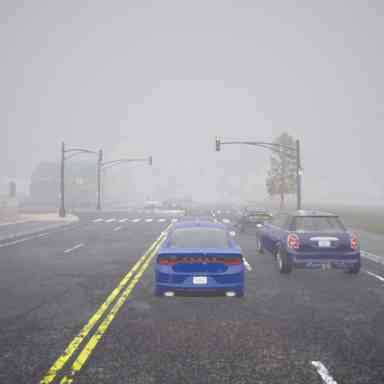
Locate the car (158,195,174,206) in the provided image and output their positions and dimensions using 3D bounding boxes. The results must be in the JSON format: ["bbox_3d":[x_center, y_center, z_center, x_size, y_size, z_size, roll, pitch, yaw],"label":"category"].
[{"bbox_3d":[-4.598,1.456,58.833,2.097,1.767,4.553,0,0,4],"label":"car"}]

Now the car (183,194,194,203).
[{"bbox_3d":[-0.870,1.342,65.216,2.150,2.045,5.566,0,0,5],"label":"car"}]

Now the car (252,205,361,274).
[{"bbox_3d":[3.448,1.358,10.721,2.097,1.767,4.553,0,0,1],"label":"car"}]

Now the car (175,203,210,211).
[{"bbox_3d":[0.322,1.563,18.441,2.033,1.411,5.357,0,0,1],"label":"car"}]

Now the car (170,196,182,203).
[{"bbox_3d":[-3.420,1.694,73.962,2.033,1.411,5.357,0,0,4],"label":"car"}]

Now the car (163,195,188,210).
[{"bbox_3d":[-2.158,1.556,45.094,2.128,1.511,4.902,0,0,3],"label":"car"}]

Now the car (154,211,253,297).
[{"bbox_3d":[0.167,1.483,8.628,1.882,1.535,5.008,0,0,0],"label":"car"}]

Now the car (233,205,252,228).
[{"bbox_3d":[3.613,1.520,19.873,1.837,1.490,4.892,0,0,1],"label":"car"}]

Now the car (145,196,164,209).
[{"bbox_3d":[-5.331,1.599,46.902,1.812,1.442,4.674,0,0,3],"label":"car"}]
